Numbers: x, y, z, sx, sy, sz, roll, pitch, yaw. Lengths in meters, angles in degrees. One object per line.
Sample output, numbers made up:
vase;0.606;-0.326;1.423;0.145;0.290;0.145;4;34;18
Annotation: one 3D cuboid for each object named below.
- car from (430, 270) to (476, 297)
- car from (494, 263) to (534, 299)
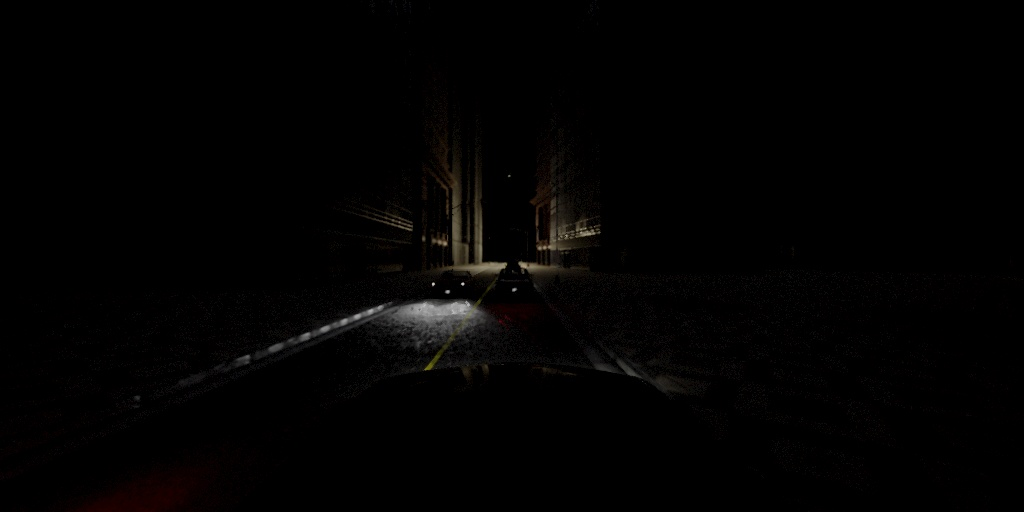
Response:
car;-3.095;1.438;19.522;1.895;1.301;4.718;0;0;0
car;0.104;1.326;18.593;2.128;1.511;4.902;0;0;0
